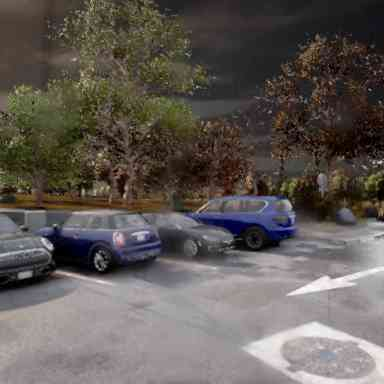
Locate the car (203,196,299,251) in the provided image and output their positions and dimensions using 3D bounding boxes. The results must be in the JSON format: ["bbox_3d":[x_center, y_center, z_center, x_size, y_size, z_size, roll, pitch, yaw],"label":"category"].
[{"bbox_3d":[1.665,1.215,14.236,5.566,2.045,2.435,-1,0,35],"label":"car"}]

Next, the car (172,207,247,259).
[{"bbox_3d":[-0.769,1.474,12.476,4.892,1.521,2.231,-1,-1,34],"label":"car"}]

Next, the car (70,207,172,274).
[{"bbox_3d":[-3.203,1.353,10.698,4.553,1.767,2.185,-1,0,34],"label":"car"}]

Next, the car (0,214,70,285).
[{"bbox_3d":[-5.712,1.361,8.983,4.553,1.767,2.185,-1,-1,34],"label":"car"}]
